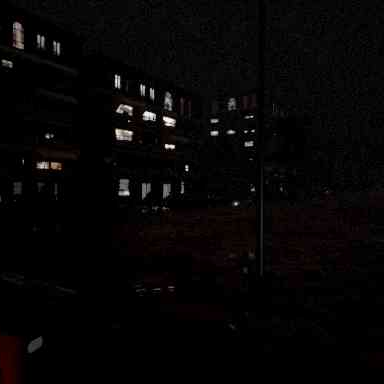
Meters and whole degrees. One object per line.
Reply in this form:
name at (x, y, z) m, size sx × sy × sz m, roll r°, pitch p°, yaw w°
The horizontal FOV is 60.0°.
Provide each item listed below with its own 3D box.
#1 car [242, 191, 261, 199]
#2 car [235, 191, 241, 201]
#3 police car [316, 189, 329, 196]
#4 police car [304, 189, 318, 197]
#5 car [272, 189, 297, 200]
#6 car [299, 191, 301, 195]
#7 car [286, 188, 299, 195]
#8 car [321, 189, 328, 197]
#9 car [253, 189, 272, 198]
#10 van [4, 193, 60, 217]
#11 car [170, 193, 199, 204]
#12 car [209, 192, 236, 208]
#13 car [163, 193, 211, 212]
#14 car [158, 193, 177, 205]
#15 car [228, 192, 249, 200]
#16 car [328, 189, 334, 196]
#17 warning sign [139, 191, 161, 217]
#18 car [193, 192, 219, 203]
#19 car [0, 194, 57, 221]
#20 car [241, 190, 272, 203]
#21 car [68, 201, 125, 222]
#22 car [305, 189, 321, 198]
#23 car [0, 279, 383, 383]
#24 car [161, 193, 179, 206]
car at (11.603, 0.524, 65.002) m, size 1.752 × 1.417 × 4.829 m, roll 2°, pitch 2°, yaw 35°
car at (7.698, 0.584, 54.643) m, size 1.882 × 1.535 × 5.008 m, roll 1°, pitch 1°, yaw 35°
police car at (33.259, 0.037, 84.870) m, size 1.930 × 1.638 × 5.238 m, roll 1°, pitch 1°, yaw 34°
police car at (27.449, 0.189, 76.729) m, size 1.930 × 1.638 × 5.238 m, roll 0°, pitch 1°, yaw 32°
car at (15.522, 0.674, 55.936) m, size 1.752 × 1.417 × 4.829 m, roll 2°, pitch 2°, yaw 35°
car at (27.536, 0.113, 88.046) m, size 1.887 × 1.381 × 4.507 m, roll 2°, pitch 2°, yaw 35°
car at (24.371, -0.031, 83.459) m, size 2.192 × 1.841 × 5.009 m, roll 2°, pitch 2°, yaw 35°
car at (28.094, 0.359, 74.118) m, size 2.008 × 1.369 × 4.403 m, roll 2°, pitch 2°, yaw 35°
car at (14.870, 0.226, 69.718) m, size 2.192 × 1.841 × 5.009 m, roll 2°, pitch 2°, yaw 35°
van at (-13.636, 1.035, 28.493) m, size 1.690 × 1.788 × 3.998 m, roll 2°, pitch 2°, yaw 35°
car at (-0.969, 0.909, 46.821) m, size 1.947 × 1.339 × 4.313 m, roll 2°, pitch 2°, yaw 35°
car at (2.756, 1.050, 37.474) m, size 2.008 × 1.369 × 4.403 m, roll 2°, pitch 2°, yaw 35°
car at (-0.412, 1.131, 32.893) m, size 1.887 × 1.381 × 4.507 m, roll 2°, pitch 2°, yaw 35°
car at (-2.115, 0.958, 40.619) m, size 1.837 × 1.490 × 4.892 m, roll 1°, pitch 1°, yaw 35°
car at (8.533, 0.649, 60.563) m, size 1.947 × 1.339 × 4.313 m, roll 2°, pitch 2°, yaw 35°
car at (34.430, 0.077, 83.277) m, size 1.967 × 1.590 × 4.097 m, roll 2°, pitch 2°, yaw 35°
warning sign at (-3.130, 0.851, 24.821) m, size 1.300 × 1.860 × 1.060 m, roll -1°, pitch 0°, yaw 35°
car at (2.198, 0.807, 51.401) m, size 2.008 × 1.369 × 4.403 m, roll 2°, pitch 2°, yaw 35°
car at (-12.998, 1.107, 24.973) m, size 2.097 × 1.767 × 4.553 m, roll 1°, pitch 1°, yaw 36°
car at (9.090, 0.876, 46.635) m, size 2.008 × 1.369 × 4.403 m, roll 2°, pitch 2°, yaw 35°
car at (-6.746, 1.328, 23.734) m, size 1.947 × 1.339 × 4.313 m, roll 2°, pitch 2°, yaw 35°
car at (24.928, 0.445, 69.539) m, size 2.008 × 1.369 × 4.403 m, roll 2°, pitch 2°, yaw 35°
car at (-0.330, 1.544, 3.102) m, size 4.507 × 1.381 × 1.887 m, roll 0°, pitch 0°, yaw 35°
car at (-0.933, 1.121, 36.722) m, size 1.895 × 1.301 × 4.718 m, roll 1°, pitch 1°, yaw 35°
